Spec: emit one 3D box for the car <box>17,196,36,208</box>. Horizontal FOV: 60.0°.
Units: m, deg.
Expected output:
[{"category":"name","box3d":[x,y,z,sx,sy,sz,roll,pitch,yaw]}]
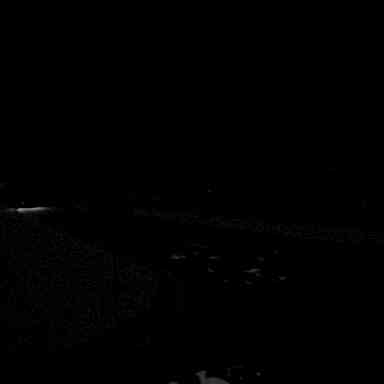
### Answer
[{"category":"car","box3d":[-22.037,1.290,44.163,1.837,1.490,4.892,-3,2,-34]}]
